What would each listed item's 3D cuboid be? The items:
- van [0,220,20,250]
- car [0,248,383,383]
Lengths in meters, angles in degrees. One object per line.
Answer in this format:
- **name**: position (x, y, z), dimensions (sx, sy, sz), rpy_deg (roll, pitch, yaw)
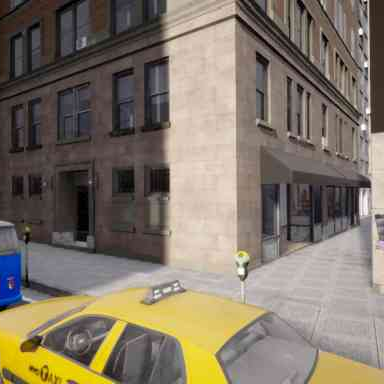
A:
- **van**: position (-4.946, 1.342, 6.404), dimensions (3.998, 1.788, 1.690), rpy_deg (0, -1, 36)
- **car**: position (-0.473, 1.526, 3.198), dimensions (4.829, 1.417, 1.752), rpy_deg (0, -1, 36)
